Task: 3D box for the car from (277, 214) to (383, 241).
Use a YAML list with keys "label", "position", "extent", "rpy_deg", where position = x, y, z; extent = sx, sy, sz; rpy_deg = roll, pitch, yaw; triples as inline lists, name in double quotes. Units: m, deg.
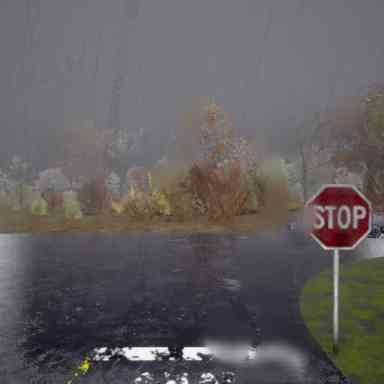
- label: "car"
  position: [6.881, 1.471, 15.885]
  extent: [5.357, 1.411, 2.033]
  rpy_deg: [0, 0, -8]
